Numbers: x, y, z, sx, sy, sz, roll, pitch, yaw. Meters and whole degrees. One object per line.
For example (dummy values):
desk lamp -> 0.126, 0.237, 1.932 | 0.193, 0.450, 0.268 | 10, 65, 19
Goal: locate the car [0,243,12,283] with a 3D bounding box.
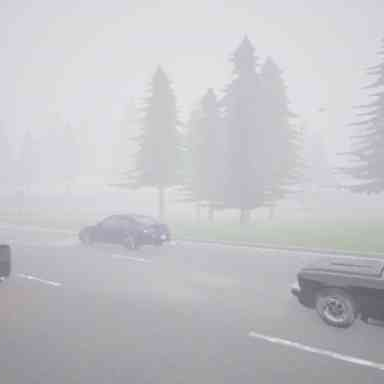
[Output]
car -> -6.736, 1.621, 8.793 | 5.008, 1.535, 1.882 | -1, 0, 36

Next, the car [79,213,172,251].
car -> -3.010, 1.675, 14.735 | 4.674, 1.442, 1.812 | -1, -1, 36

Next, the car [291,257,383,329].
car -> 4.133, 1.596, 5.342 | 4.718, 1.301, 1.895 | -1, -1, 35
